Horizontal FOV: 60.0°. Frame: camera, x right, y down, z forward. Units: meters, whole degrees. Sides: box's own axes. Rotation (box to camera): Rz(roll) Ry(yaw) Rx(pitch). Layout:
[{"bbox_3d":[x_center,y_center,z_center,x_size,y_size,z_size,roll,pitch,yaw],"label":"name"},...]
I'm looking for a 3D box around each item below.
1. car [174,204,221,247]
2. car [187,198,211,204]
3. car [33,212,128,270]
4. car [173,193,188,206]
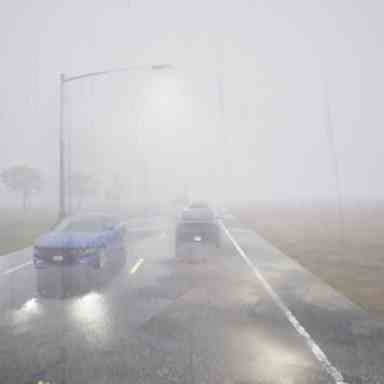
[{"bbox_3d":[0.267,1.513,14.965,1.837,1.490,4.892,0,0,1],"label":"car"},{"bbox_3d":[0.795,1.495,32.935,1.882,1.535,5.008,0,0,2],"label":"car"},{"bbox_3d":[-3.498,1.482,11.287,1.882,1.535,5.008,0,0,1],"label":"car"},{"bbox_3d":[-1.737,1.240,54.338,2.150,2.045,5.566,0,0,4],"label":"car"}]
